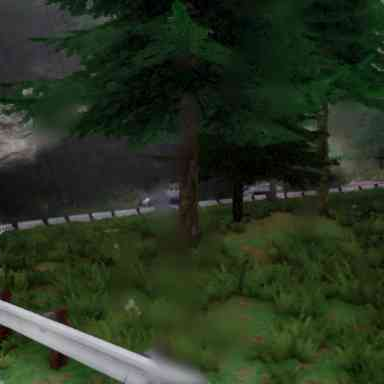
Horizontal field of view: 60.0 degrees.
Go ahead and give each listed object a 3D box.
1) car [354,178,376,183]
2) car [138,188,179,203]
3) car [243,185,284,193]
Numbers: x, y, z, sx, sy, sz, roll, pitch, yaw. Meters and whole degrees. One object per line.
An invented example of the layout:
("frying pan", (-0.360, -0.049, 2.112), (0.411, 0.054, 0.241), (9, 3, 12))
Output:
("car", (16.670, -0.713, 33.639), (4.181, 1.385, 1.994), (-4, 0, 6))
("car", (-2.455, 0.523, 28.952), (4.553, 1.767, 2.097), (-5, 3, -29))
("car", (6.693, -0.068, 32.924), (4.902, 1.511, 2.128), (-4, 1, -13))
